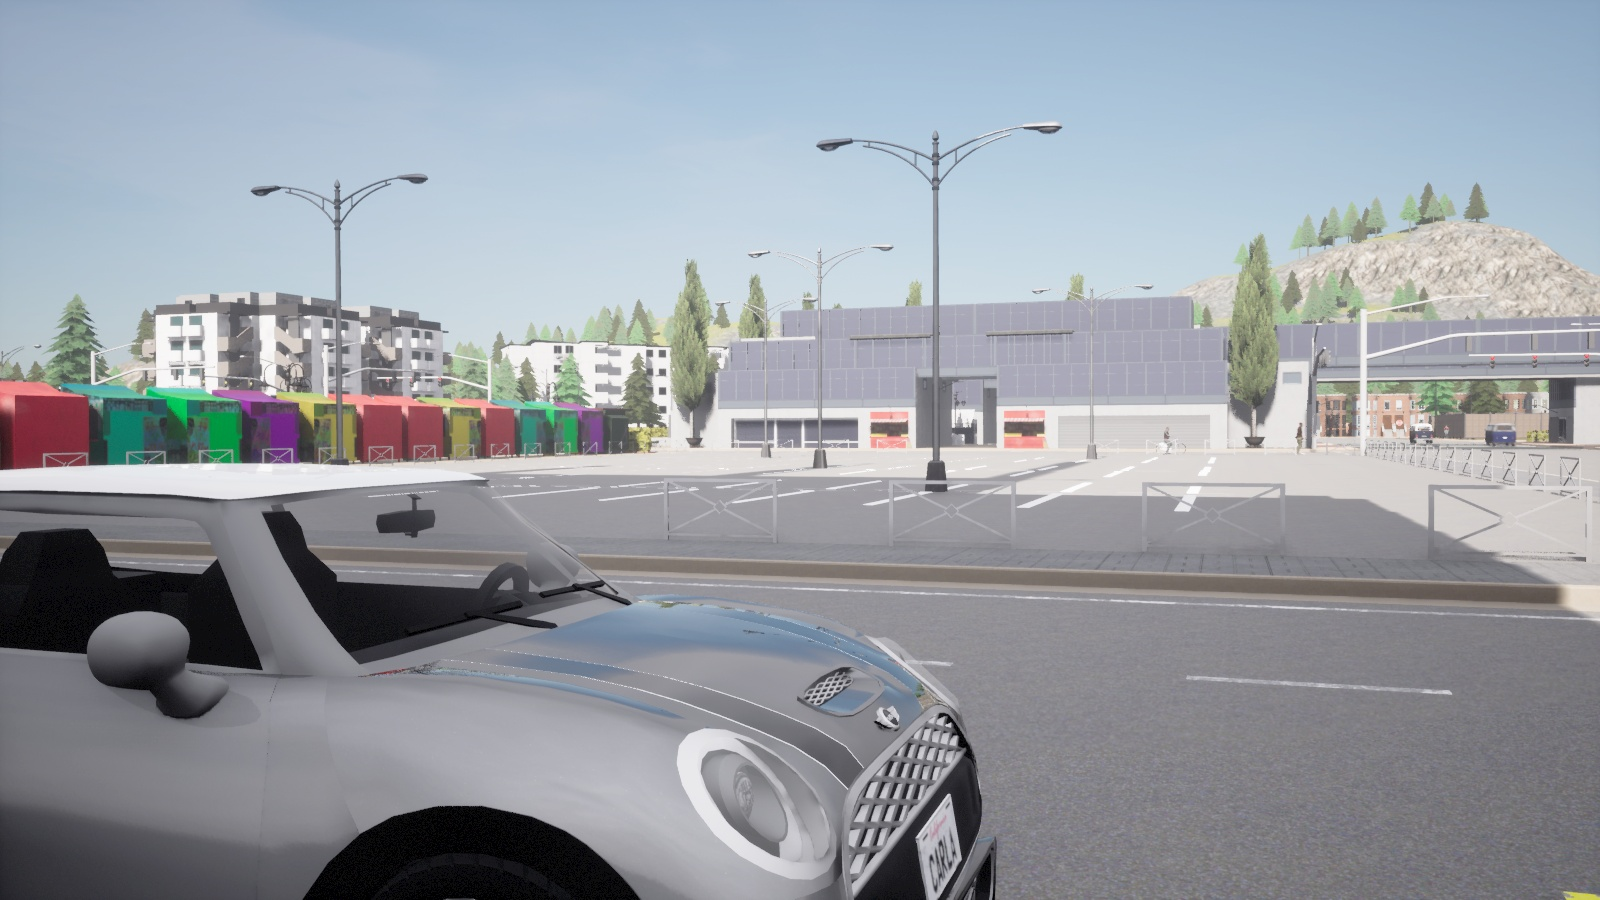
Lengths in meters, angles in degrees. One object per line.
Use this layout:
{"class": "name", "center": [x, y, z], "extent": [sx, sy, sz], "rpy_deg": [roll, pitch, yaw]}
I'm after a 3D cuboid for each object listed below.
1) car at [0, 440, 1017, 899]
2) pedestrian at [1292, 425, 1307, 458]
{"class": "car", "center": [-1.428, 0.728, 3.672], "extent": [3.806, 1.475, 1.970], "rpy_deg": [1, 1, 18]}
{"class": "pedestrian", "center": [27.540, -0.464, 69.188], "extent": [0.703, 1.840, 0.431], "rpy_deg": [0, 1, 16]}
